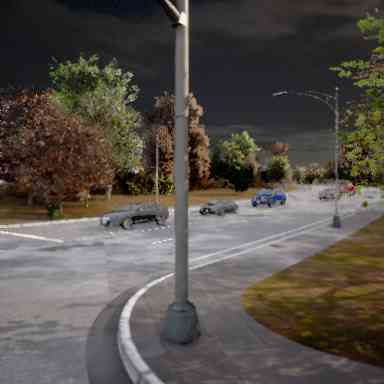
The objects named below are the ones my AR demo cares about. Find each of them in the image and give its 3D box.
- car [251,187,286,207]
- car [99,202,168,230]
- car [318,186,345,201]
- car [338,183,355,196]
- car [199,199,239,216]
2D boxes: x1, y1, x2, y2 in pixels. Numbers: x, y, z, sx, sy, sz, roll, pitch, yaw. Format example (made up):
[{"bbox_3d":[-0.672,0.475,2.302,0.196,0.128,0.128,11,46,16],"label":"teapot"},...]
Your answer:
[{"bbox_3d":[8.688,0.543,37.423,2.150,2.045,5.566,0,3,37],"label":"car"},{"bbox_3d":[-3.551,1.425,21.000,2.128,1.511,4.902,0,1,37],"label":"car"},{"bbox_3d":[18.245,0.337,44.114,2.033,1.411,5.357,0,3,36],"label":"car"},{"bbox_3d":[24.199,-0.488,52.492,2.150,2.045,5.566,0,3,34],"label":"car"},{"bbox_3d":[2.384,1.289,28.983,1.994,1.385,4.181,0,2,36],"label":"car"}]
